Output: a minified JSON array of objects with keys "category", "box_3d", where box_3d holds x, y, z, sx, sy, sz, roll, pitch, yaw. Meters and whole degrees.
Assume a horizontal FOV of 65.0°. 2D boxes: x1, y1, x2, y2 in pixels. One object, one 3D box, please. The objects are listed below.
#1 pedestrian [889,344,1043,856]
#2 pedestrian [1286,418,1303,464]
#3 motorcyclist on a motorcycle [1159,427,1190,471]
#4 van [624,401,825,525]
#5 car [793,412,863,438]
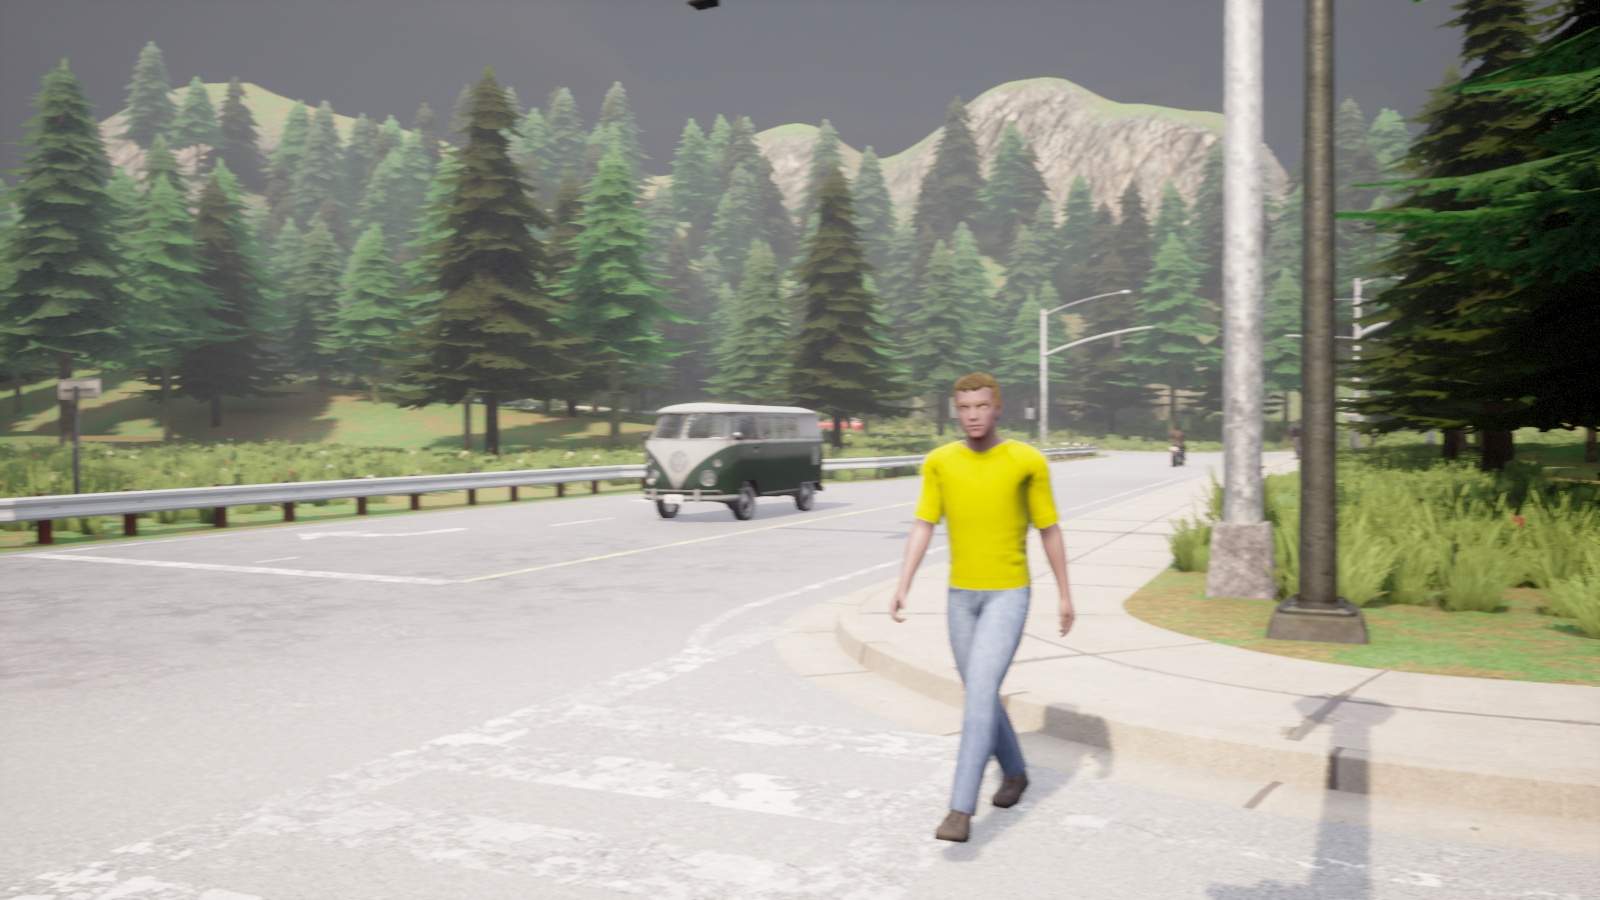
[{"category":"pedestrian","box_3d":[0.657,0.533,4.889,0.354,1.836,0.706,1,1,29]},{"category":"pedestrian","box_3d":[20.582,-0.374,52.261,0.563,1.883,0.849,0,1,17]},{"category":"motorcyclist on a motorcycle","box_3d":[14.572,-0.045,48.843,0.766,1.649,2.350,1,1,26]},{"category":"van","box_3d":[-1.217,0.165,22.464,1.775,1.987,4.442,1,1,24]},{"category":"car","box_3d":[2.030,-1.754,89.225,4.514,1.525,2.007,5,2,16]}]
